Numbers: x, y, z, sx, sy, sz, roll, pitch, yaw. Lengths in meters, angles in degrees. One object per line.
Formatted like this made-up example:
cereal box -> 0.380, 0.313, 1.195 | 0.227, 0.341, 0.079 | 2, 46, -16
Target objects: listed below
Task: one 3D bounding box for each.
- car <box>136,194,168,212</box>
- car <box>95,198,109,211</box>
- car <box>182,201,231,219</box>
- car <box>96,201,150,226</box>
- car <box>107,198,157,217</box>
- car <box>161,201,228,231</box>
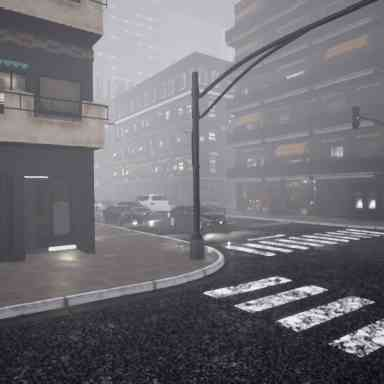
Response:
car -> -4.347, 1.219, 32.572 | 2.150, 2.045, 5.566 | -1, 1, -36
car -> -11.356, 1.568, 37.237 | 1.812, 1.442, 4.674 | -1, 1, -36
car -> 1.189, 1.512, 29.144 | 2.008, 1.369, 4.403 | -1, 1, -36
car -> -5.191, 1.632, 24.519 | 1.947, 1.339, 4.313 | -1, 1, -36
car -> -5.309, 1.540, 28.879 | 1.837, 1.490, 4.892 | -1, 1, -36
car -> 0.258, 1.534, 21.201 | 1.837, 1.490, 4.892 | -1, 1, -36
